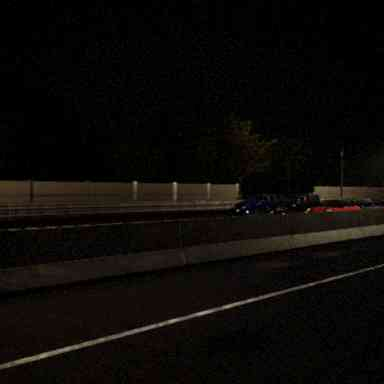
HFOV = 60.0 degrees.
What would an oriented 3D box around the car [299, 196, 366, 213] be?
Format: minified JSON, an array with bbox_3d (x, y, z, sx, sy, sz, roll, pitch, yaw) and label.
[{"bbox_3d":[10.267,1.348,24.204,4.553,1.767,2.097,0,0,-35],"label":"car"}]

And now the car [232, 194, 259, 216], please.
[{"bbox_3d":[6.137,1.216,29.860,5.566,2.045,2.150,0,0,-35],"label":"car"}]

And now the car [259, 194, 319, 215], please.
[{"bbox_3d":[8.417,1.217,27.184,5.566,2.045,2.150,0,0,-36],"label":"car"}]

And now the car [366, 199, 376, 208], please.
[{"bbox_3d":[23.091,1.597,45.350,4.718,1.301,1.895,0,0,-38],"label":"car"}]
